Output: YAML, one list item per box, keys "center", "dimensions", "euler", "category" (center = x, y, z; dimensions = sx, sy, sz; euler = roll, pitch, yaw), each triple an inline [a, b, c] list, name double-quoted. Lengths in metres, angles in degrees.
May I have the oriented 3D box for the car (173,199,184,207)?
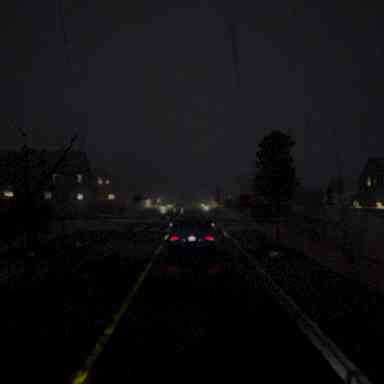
- center: [-2.754, 2.291, 68.302]
  dimensions: [1.837, 1.490, 4.892]
  euler: [0, 0, 0]
  category: "car"

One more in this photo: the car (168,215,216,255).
- center: [0.000, 1.688, 14.001]
  dimensions: [2.033, 1.411, 5.357]
  euler: [0, -1, 0]
  category: "car"
